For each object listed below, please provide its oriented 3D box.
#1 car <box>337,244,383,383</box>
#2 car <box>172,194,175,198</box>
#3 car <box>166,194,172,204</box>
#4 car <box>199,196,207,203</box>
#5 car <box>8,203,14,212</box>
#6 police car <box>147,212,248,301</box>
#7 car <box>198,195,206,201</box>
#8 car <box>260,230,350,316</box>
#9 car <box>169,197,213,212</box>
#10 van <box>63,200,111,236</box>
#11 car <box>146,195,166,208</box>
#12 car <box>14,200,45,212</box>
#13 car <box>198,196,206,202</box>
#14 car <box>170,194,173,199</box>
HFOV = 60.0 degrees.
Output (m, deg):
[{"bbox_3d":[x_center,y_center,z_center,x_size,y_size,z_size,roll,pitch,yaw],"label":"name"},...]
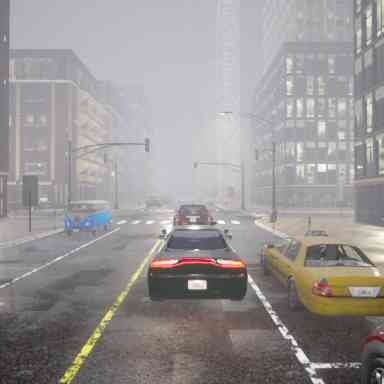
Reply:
[{"bbox_3d":[2.704,1.441,1.829,1.967,1.590,4.097,1,0,0],"label":"car"},{"bbox_3d":[-5.766,1.646,79.110,1.967,1.590,4.097,0,0,0],"label":"car"},{"bbox_3d":[-5.754,1.719,67.784,1.947,1.339,4.313,0,0,0],"label":"car"},{"bbox_3d":[2.614,1.732,79.288,1.752,1.417,4.829,0,0,0],"label":"car"},{"bbox_3d":[-19.054,1.214,29.409,5.009,1.841,2.192,0,-1,0],"label":"car"},{"bbox_3d":[0.093,1.509,8.449,2.038,1.542,4.974,0,0,0],"label":"police car"},{"bbox_3d":[2.602,1.704,90.445,1.967,1.590,4.097,0,0,0],"label":"car"},{"bbox_3d":[2.699,1.529,7.523,1.752,1.417,4.829,1,0,0],"label":"car"},{"bbox_3d":[0.066,1.369,18.559,2.097,1.767,4.553,0,0,0],"label":"car"},{"bbox_3d":[-5.678,1.358,18.391,1.690,1.788,3.998,1,0,0],"label":"van"},{"bbox_3d":[-5.735,1.407,50.797,2.192,1.841,5.009,0,0,0],"label":"car"},{"bbox_3d":[-19.093,1.537,37.786,4.507,1.381,1.887,0,-1,0],"label":"car"},{"bbox_3d":[2.607,1.801,84.781,1.947,1.339,4.313,0,0,0],"label":"car"},{"bbox_3d":[-5.761,1.760,73.446,1.802,1.307,4.206,0,0,0],"label":"car"}]
